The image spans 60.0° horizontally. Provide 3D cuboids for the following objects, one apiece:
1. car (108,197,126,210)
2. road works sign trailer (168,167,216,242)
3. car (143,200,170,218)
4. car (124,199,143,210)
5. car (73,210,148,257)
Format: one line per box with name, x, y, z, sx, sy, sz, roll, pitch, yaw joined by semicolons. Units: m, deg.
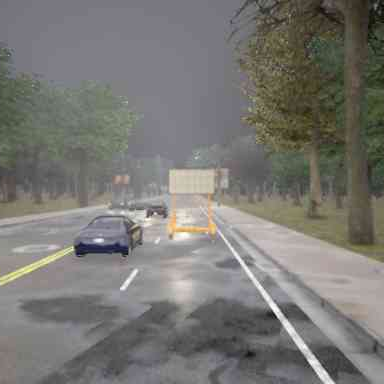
car;-9.933;1.557;45.430;2.097;1.767;4.553;0;0;0
road works sign trailer;-0.012;0.542;16.909;2.380;3.560;2.880;0;0;0
car;-3.198;1.650;31.621;1.837;1.490;4.892;0;0;0
car;-6.681;1.739;41.867;2.033;1.411;5.357;0;0;0
car;-3.158;1.626;13.296;1.994;1.385;4.181;0;0;0
